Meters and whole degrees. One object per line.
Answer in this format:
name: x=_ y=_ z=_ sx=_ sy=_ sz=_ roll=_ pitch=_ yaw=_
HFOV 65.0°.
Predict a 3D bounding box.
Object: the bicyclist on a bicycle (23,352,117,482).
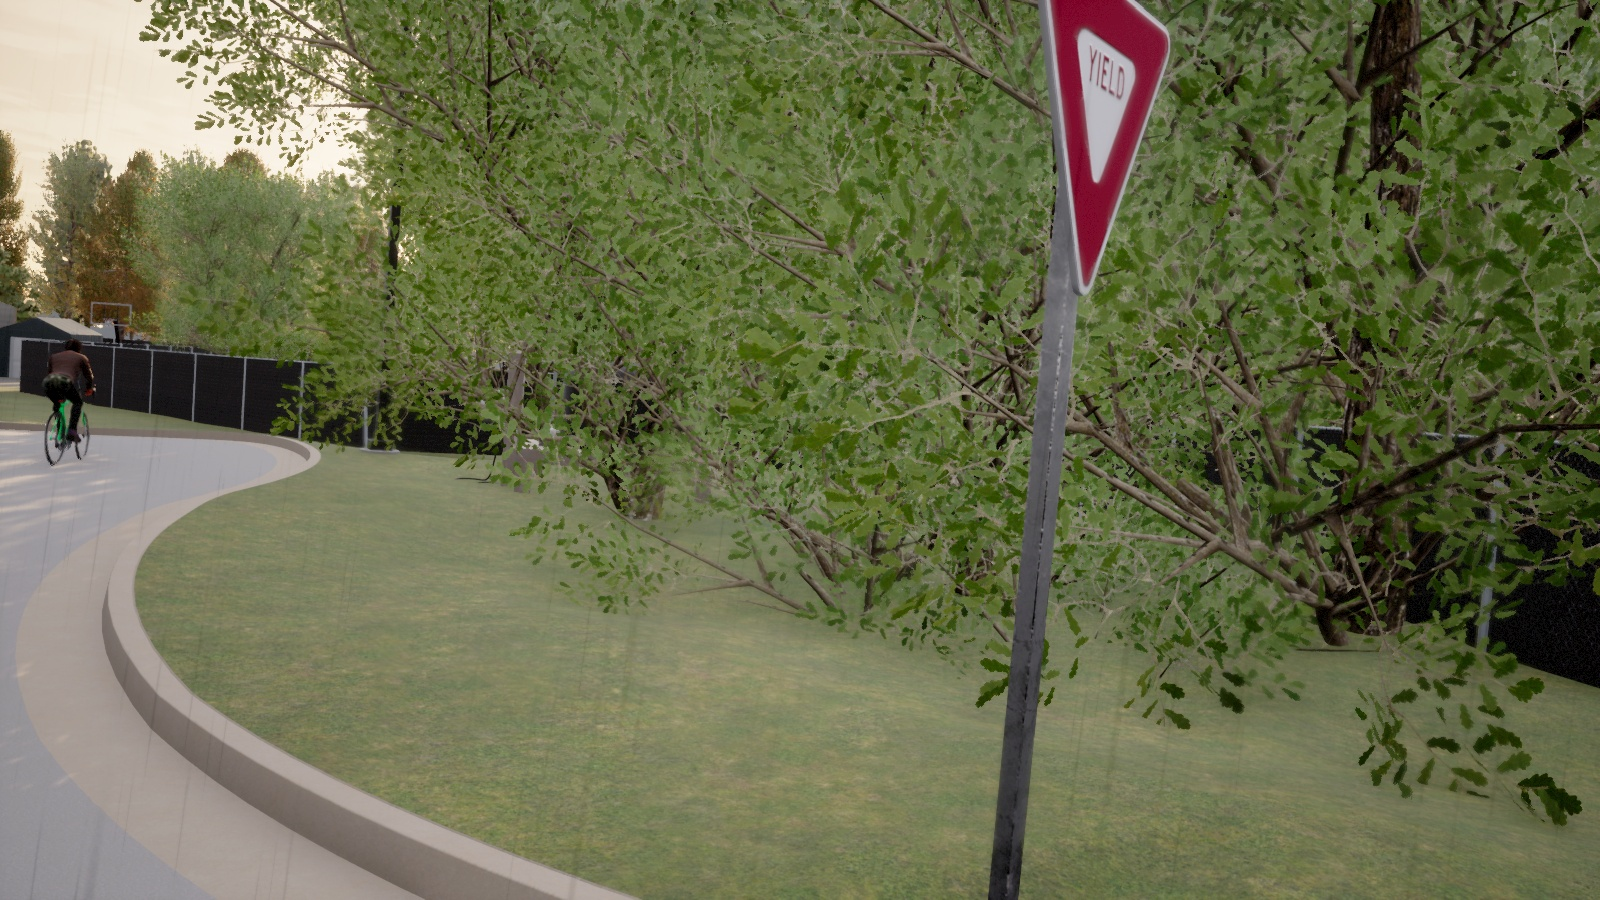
bicyclist on a bicycle: x=-9.545 y=-0.453 z=16.472 sx=0.582 sy=1.620 sz=1.656 roll=1 pitch=3 yaw=-13
